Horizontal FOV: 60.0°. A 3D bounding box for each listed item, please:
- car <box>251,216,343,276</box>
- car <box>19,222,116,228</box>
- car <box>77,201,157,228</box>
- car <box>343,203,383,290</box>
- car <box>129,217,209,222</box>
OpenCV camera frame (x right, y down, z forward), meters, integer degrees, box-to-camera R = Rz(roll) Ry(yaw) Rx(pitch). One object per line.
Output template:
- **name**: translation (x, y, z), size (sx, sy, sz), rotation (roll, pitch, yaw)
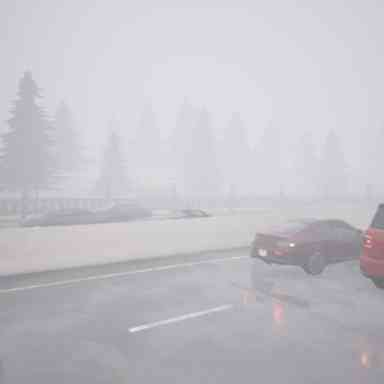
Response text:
- **car**: translation (3.899, 1.453, 10.062), size (4.674, 1.442, 1.812), rotation (0, 0, -30)
- **car**: translation (-6.234, 1.457, 16.406), size (4.181, 1.385, 1.994), rotation (0, 0, -32)
- **car**: translation (-4.777, 1.383, 21.420), size (4.674, 1.442, 1.812), rotation (0, 0, -30)
- **car**: translation (6.162, 1.165, 7.377), size (5.566, 2.045, 2.150), rotation (0, 0, -29)
- **car**: translation (-0.628, 1.493, 15.788), size (4.718, 1.301, 1.895), rotation (0, 0, -30)
